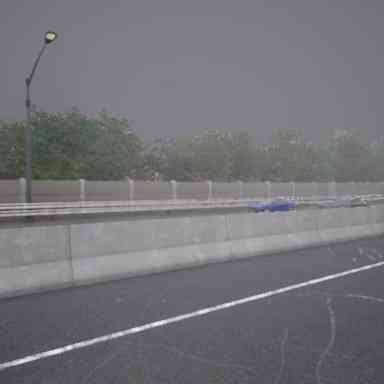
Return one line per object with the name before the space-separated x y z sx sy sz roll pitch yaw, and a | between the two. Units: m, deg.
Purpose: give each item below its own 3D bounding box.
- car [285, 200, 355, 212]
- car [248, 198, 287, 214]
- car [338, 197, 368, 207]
car | 8.934 1.453 23.089 4.718 1.301 1.895 0 0 -35
car | 7.297 1.302 30.453 5.008 1.535 1.882 0 0 -34
car | 14.589 1.278 31.189 4.892 1.490 1.837 0 0 -34
